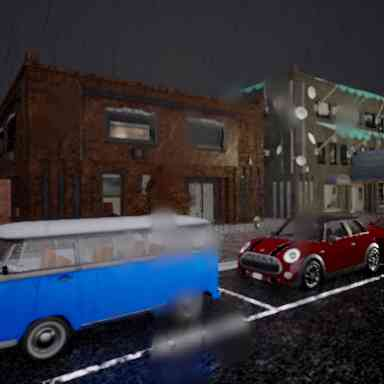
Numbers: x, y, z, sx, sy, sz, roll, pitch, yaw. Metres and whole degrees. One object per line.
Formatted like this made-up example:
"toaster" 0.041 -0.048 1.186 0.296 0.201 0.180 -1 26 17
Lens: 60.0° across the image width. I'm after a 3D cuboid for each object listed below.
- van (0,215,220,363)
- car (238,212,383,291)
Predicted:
"van" -1.400 1.327 5.568 3.998 1.788 1.690 0 0 -36
"car" 3.118 1.387 8.790 4.097 1.590 1.967 0 0 -36
